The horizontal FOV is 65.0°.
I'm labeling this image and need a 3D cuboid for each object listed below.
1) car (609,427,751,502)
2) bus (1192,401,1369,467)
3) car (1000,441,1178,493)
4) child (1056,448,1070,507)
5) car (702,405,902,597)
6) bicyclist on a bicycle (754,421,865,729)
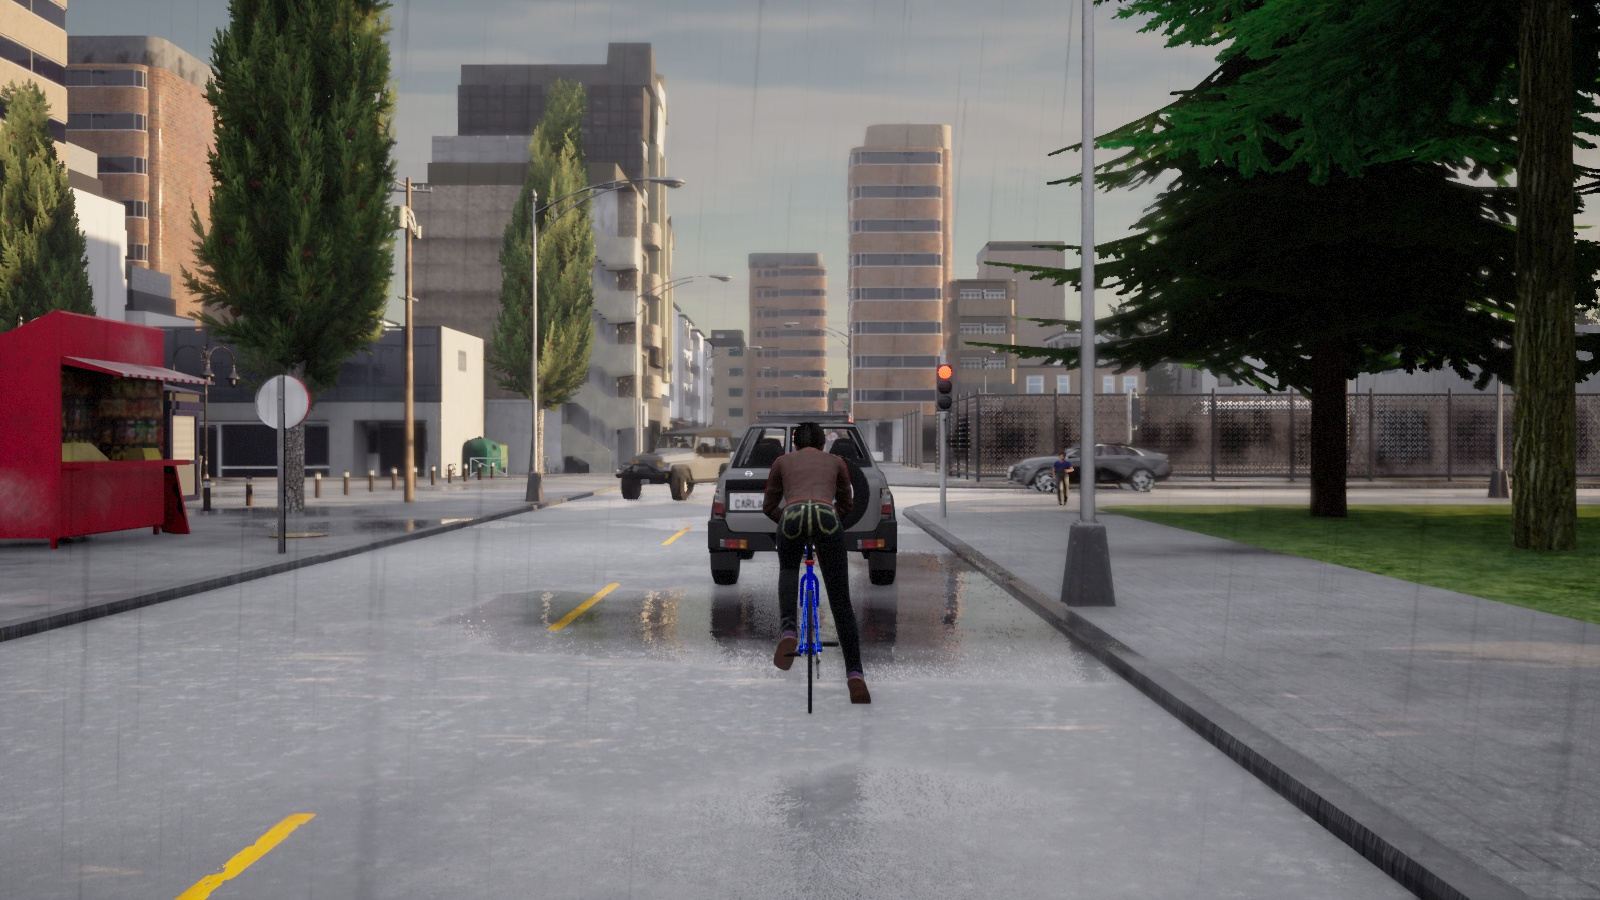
[{"bbox_3d":[-3.143,0.350,33.577,1.905,1.878,3.866,0,0,29],"label":"car"},{"bbox_3d":[31.802,-1.076,83.504,10.273,4.253,3.944,0,0,4],"label":"bus"},{"bbox_3d":[8.714,0.494,38.176,4.902,1.511,2.128,0,0,0],"label":"car"},{"bbox_3d":[5.712,0.587,27.302,0.270,1.263,0.437,0,0,9],"label":"child"},{"bbox_3d":[0.069,0.482,14.471,1.932,1.855,4.605,0,0,1],"label":"car"},{"bbox_3d":[0.056,0.657,7.439,0.582,1.620,1.656,0,0,0],"label":"bicyclist on a bicycle"}]
